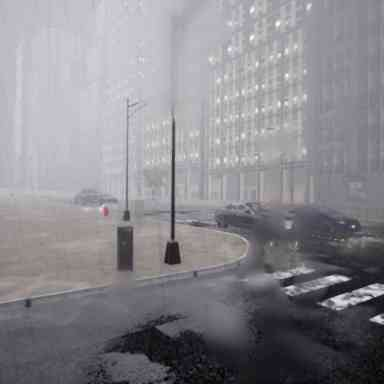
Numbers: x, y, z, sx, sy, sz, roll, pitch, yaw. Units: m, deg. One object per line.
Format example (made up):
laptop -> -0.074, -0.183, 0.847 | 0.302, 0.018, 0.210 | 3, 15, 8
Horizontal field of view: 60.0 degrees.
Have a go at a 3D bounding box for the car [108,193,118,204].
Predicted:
car -> -11.526, 0.856, 43.965 | 2.033, 1.411, 5.357 | 1, 0, -35

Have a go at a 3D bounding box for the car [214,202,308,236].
car -> 3.061, 1.262, 16.930 | 2.128, 1.511, 4.902 | 1, 0, -31

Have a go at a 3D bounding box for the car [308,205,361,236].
car -> 6.675, 1.415, 17.731 | 1.994, 1.385, 4.181 | 0, 2, -35

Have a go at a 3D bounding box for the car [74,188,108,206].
car -> -12.264, 0.552, 39.315 | 2.150, 2.045, 5.566 | 1, 1, -35
